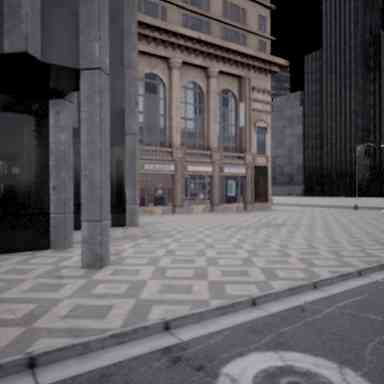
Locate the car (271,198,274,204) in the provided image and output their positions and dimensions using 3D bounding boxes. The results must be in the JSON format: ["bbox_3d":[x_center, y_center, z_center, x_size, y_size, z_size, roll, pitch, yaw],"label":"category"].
[{"bbox_3d":[11.864,1.322,57.589,1.882,1.535,5.008,-1,1,-34],"label":"car"}]
